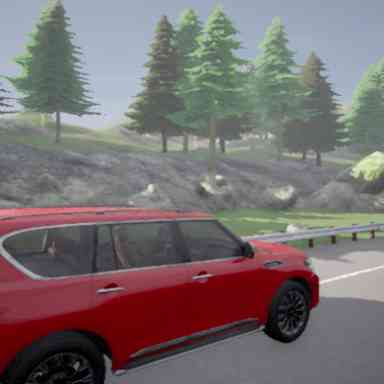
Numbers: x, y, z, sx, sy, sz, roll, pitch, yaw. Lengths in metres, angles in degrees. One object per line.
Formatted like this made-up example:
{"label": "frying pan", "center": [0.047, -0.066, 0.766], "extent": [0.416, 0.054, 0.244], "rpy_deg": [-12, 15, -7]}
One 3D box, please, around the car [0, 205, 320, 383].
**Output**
{"label": "car", "center": [-0.549, 1.212, 4.759], "extent": [5.566, 2.045, 2.150], "rpy_deg": [0, 0, -35]}
